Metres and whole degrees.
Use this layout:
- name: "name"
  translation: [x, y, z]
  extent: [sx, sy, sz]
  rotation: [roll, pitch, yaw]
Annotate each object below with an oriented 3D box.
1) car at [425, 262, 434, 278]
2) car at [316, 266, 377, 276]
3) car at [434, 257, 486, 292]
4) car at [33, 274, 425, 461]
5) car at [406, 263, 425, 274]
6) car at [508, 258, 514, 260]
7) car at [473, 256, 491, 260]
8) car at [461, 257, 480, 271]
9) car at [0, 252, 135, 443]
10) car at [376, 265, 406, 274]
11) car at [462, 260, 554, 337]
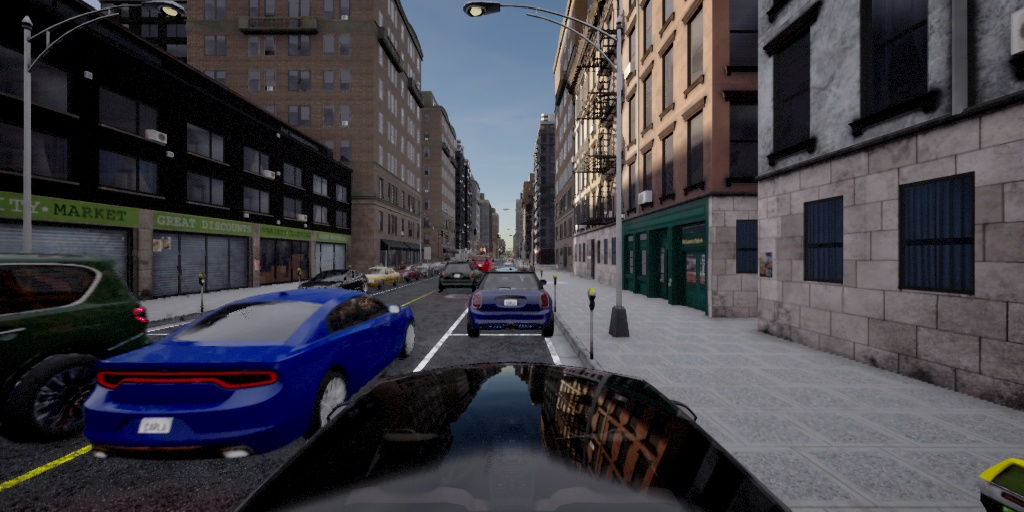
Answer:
- name: "car"
  translation: [-8.408, 1.297, 33.457]
  extent: [2.007, 1.370, 4.403]
  rotation: [0, 0, 0]
- name: "car"
  translation: [-8.408, 1.315, 17.218]
  extent: [1.948, 1.339, 4.313]
  rotation: [0, 0, 0]
- name: "car"
  translation: [-2.922, 1.101, 21.242]
  extent: [2.097, 1.767, 4.553]
  rotation: [0, 0, 0]
- name: "car"
  translation: [-2.924, 1.227, 5.411]
  extent: [1.882, 1.535, 5.008]
  rotation: [0, 0, 0]
- name: "car"
  translation: [-8.408, 1.331, 28.044]
  extent: [1.802, 1.307, 4.207]
  rotation: [0, 0, 0]
- name: "car"
  translation: [-0.383, 1.269, 39.031]
  extent: [1.751, 1.417, 4.829]
  rotation: [0, 0, 0]
- name: "car"
  translation: [-3.019, 0.968, 36.273]
  extent: [2.150, 2.045, 5.566]
  rotation: [0, 0, 0]
- name: "car"
  translation: [-5.772, 1.087, 50.069]
  extent: [2.097, 1.767, 4.553]
  rotation: [0, 0, 0]
- name: "car"
  translation: [-5.868, 0.971, 2.403]
  extent: [2.150, 2.045, 5.566]
  rotation: [0, 0, 0]
- name: "car"
  translation: [-8.408, 1.275, 22.461]
  extent: [1.751, 1.417, 4.829]
  rotation: [0, 0, 0]
- name: "car"
  translation: [-0.033, 1.102, 10.470]
  extent: [2.097, 1.767, 4.553]
  rotation: [0, 0, 0]
